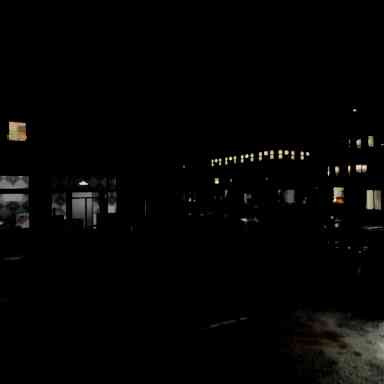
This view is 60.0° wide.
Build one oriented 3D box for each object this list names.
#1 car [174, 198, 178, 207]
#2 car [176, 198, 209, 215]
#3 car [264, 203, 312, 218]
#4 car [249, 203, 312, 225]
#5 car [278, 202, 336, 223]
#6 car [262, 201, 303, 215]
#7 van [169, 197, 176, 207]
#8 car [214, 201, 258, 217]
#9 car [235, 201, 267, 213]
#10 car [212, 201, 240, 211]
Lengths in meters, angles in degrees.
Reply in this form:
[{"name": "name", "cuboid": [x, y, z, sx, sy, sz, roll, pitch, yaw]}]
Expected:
[{"name": "car", "cuboid": [-0.278, 1.970, 45.028, 1.812, 1.442, 4.674, -1, 0, -29]}, {"name": "car", "cuboid": [0.249, 1.847, 38.773, 1.967, 1.590, 4.097, -1, 0, -29]}, {"name": "car", "cuboid": [9.611, 1.848, 33.804, 1.895, 1.301, 4.718, -1, 0, -28]}, {"name": "car", "cuboid": [6.955, 1.814, 26.621, 1.947, 1.339, 4.313, -1, 0, -29]}, {"name": "car", "cuboid": [9.520, 1.708, 27.606, 2.128, 1.511, 4.902, -1, 0, -29]}, {"name": "car", "cuboid": [10.269, 1.810, 38.063, 2.008, 1.369, 4.403, -1, 0, -29]}, {"name": "van", "cuboid": [-3.313, 1.908, 62.179, 1.690, 1.788, 3.998, -1, 0, -29]}, {"name": "car", "cuboid": [4.864, 1.804, 35.877, 1.882, 1.535, 5.008, -1, 0, -29]}, {"name": "car", "cuboid": [7.554, 1.904, 42.886, 1.802, 1.307, 4.206, -1, 0, -29]}, {"name": "car", "cuboid": [4.839, 1.967, 47.709, 1.802, 1.307, 4.206, -1, 0, -29]}]
